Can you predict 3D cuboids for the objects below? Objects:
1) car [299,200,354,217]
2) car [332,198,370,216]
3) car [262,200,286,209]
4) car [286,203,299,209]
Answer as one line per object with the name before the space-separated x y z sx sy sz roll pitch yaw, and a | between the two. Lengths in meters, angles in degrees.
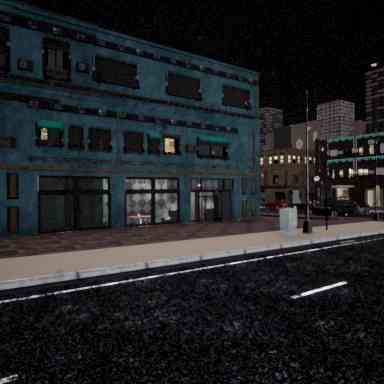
car | 13.531 1.811 33.664 1.947 1.339 4.313 -2 0 -35
car | 16.043 1.564 34.823 2.097 1.767 4.553 -1 0 -35
car | 12.443 1.900 49.903 1.802 1.307 4.206 -2 0 -35
car | 15.643 1.806 45.387 2.008 1.369 4.403 -2 0 -35
